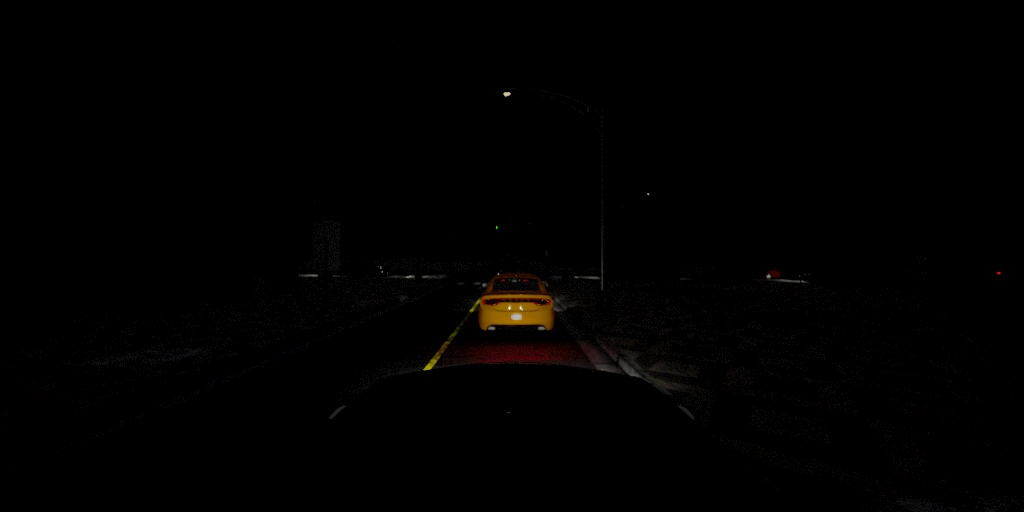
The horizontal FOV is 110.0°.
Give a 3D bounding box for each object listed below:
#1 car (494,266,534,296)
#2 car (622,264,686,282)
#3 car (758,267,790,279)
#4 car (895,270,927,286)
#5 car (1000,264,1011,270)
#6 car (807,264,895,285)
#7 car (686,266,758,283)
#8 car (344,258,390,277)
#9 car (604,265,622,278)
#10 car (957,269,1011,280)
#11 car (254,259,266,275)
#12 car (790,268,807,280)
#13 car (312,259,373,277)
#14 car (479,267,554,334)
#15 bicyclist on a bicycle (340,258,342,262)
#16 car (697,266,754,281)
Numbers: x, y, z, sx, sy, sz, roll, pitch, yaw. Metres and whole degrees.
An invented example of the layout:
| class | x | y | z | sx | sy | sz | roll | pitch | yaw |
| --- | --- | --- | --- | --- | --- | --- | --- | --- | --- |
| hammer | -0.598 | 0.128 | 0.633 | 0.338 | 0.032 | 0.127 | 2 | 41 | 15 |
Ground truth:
| class | x | y | z | sx | sy | sz | roll | pitch | yaw |
| --- | --- | --- | --- | --- | --- | --- | --- | --- | --- |
| car | 0.117 | 1.334 | 20.894 | 2.033 | 1.411 | 5.357 | 0 | 0 | 0 |
| car | 12.152 | 1.580 | 30.896 | 4.313 | 1.339 | 1.948 | 0 | 0 | 0 |
| car | 29.098 | 1.838 | 39.404 | 4.507 | 1.381 | 1.888 | 0 | 0 | 0 |
| car | 34.725 | 1.920 | 30.873 | 4.507 | 1.381 | 1.888 | 0 | 0 | 0 |
| car | 48.978 | 1.840 | 33.519 | 5.566 | 2.045 | 2.150 | 1 | 0 | 0 |
| car | 29.081 | 1.596 | 30.879 | 5.009 | 1.841 | 2.192 | 0 | 0 | 0 |
| car | 17.964 | 1.627 | 30.890 | 4.829 | 1.417 | 1.751 | 0 | 0 | 0 |
| car | -13.872 | 0.990 | 33.542 | 4.553 | 1.767 | 2.097 | 1 | 0 | 1 |
| car | 11.912 | 1.523 | 36.756 | 4.892 | 1.490 | 1.837 | 1 | 0 | 0 |
| car | 40.375 | 2.051 | 30.867 | 4.207 | 1.307 | 1.802 | 0 | 0 | 0 |
| car | -23.870 | 0.991 | 33.598 | 4.902 | 1.511 | 2.128 | 1 | 0 | 0 |
| car | 31.896 | 1.840 | 36.726 | 4.892 | 1.490 | 1.837 | 1 | 0 | 0 |
| car | -14.756 | 1.172 | 30.828 | 4.403 | 1.370 | 2.007 | 0 | 0 | 0 |
| car | 0.107 | 1.245 | 10.716 | 1.882 | 1.535 | 5.008 | 0 | 0 | 0 |
| bicyclist on a bicycle | -20.459 | 0.858 | 42.330 | 0.582 | 1.620 | 1.656 | 1 | 0 | 0 |
| car | 21.830 | 1.773 | 36.745 | 4.718 | 1.301 | 1.895 | 1 | 0 | 0 |
